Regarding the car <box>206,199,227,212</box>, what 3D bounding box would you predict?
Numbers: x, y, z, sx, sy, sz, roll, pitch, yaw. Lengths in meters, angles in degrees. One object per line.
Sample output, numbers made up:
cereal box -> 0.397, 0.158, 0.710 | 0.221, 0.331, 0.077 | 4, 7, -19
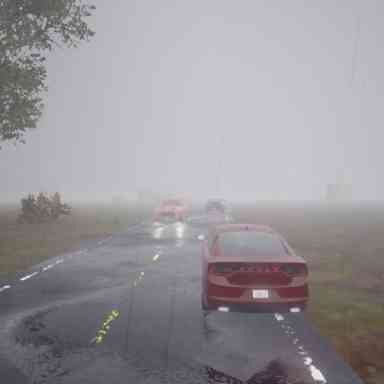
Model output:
car -> 2.584, 1.492, 36.615 | 1.837, 1.490, 4.892 | 0, 0, 8

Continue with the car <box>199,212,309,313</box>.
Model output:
car -> 1.171, 1.478, 7.792 | 1.882, 1.535, 5.008 | 0, 0, 2

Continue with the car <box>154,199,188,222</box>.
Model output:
car -> -1.597, 1.346, 26.634 | 2.097, 1.767, 4.553 | 0, 0, 6
